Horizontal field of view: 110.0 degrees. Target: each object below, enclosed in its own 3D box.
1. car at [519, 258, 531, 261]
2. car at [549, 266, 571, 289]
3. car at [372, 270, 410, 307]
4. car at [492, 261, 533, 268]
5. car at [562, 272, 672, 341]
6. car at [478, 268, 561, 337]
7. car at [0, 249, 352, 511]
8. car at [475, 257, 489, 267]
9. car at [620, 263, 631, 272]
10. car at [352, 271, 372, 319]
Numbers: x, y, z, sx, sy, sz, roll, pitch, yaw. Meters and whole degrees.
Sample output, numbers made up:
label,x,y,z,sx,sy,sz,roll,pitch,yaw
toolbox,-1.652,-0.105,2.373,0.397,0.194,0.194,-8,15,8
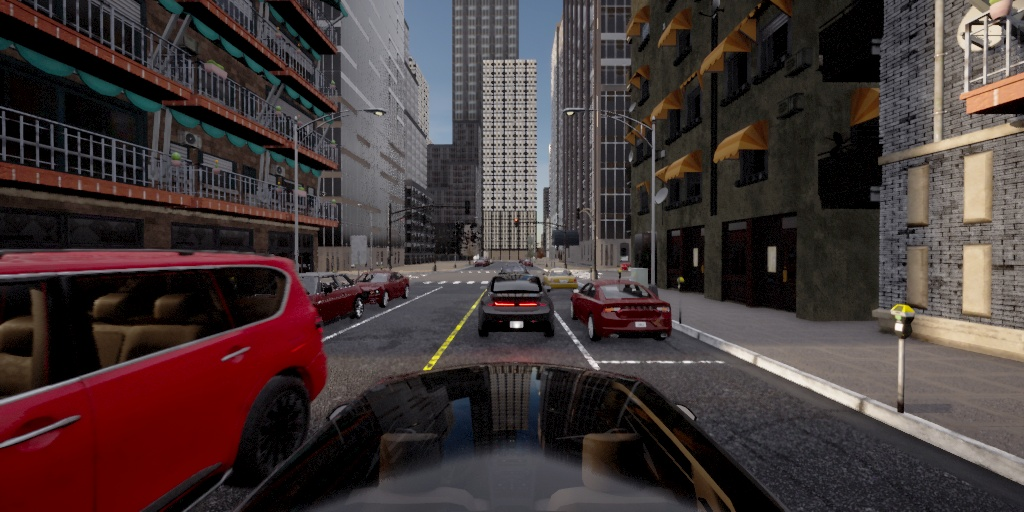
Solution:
label,x,y,z,sx,sy,sz,roll,pitch,yaw
car,2.745,1.185,64.293,1.967,1.591,4.097,0,0,0
car,2.706,1.272,20.937,1.751,1.417,4.829,0,0,0
car,-5.680,1.293,15.265,1.888,1.381,4.507,0,0,0
car,0.115,1.239,20.405,2.128,1.511,4.902,0,0,0
car,2.697,1.294,9.720,1.888,1.381,4.507,0,0,0
car,0.107,1.253,10.272,1.837,1.490,4.892,0,0,0
car,-3.099,0.971,1.675,2.150,2.045,5.566,0,0,0
car,-5.635,1.291,64.302,1.888,1.381,4.507,0,0,0
car,14.297,1.005,39.899,4.507,1.381,1.888,0,0,0
car,-5.685,1.188,9.742,1.967,1.591,4.097,0,0,0
